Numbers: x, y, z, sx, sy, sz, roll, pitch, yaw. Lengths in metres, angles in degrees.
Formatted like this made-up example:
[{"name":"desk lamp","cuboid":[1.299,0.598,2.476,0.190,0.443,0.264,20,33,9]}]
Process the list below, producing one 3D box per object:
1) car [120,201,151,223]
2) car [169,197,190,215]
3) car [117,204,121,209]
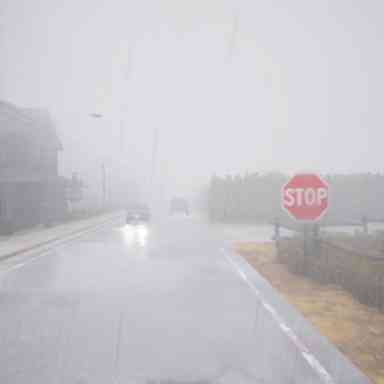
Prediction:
[{"name":"car","cuboid":[-4.618,1.801,28.733,2.128,1.511,4.902,-1,0,-6]},{"name":"car","cuboid":[-1.478,1.600,38.805,2.150,2.045,5.566,0,0,-2]},{"name":"car","cuboid":[-10.288,2.143,54.587,4.181,1.385,1.994,0,-1,5]}]
